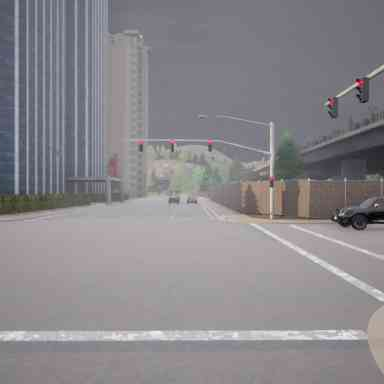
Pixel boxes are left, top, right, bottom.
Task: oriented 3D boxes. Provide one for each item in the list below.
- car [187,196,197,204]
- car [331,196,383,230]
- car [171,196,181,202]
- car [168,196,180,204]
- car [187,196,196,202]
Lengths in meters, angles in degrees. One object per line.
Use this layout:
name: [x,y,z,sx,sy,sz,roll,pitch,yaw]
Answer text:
car: [0.014,1.564,64.636,1.994,1.385,4.181,0,0,0]
car: [11.817,1.277,20.970,5.566,2.045,2.150,0,0,0]
car: [-3.598,1.540,74.457,2.033,1.411,5.357,0,0,0]
car: [-3.488,1.478,64.240,1.882,1.535,5.008,0,0,0]
car: [-0.099,1.595,74.598,1.895,1.301,4.718,0,0,0]
